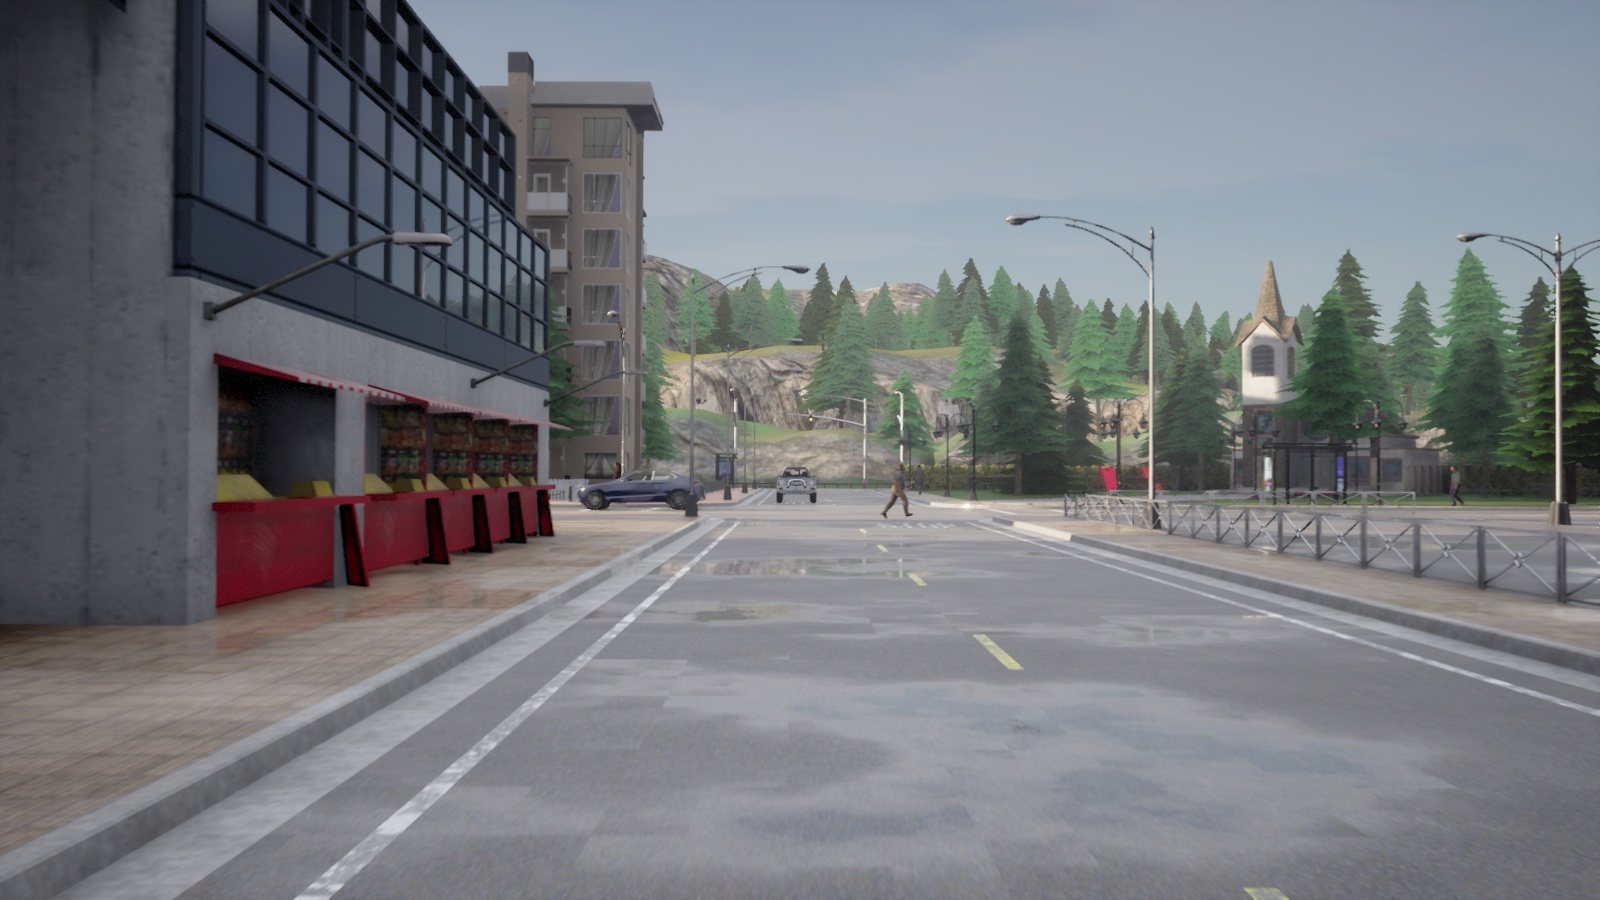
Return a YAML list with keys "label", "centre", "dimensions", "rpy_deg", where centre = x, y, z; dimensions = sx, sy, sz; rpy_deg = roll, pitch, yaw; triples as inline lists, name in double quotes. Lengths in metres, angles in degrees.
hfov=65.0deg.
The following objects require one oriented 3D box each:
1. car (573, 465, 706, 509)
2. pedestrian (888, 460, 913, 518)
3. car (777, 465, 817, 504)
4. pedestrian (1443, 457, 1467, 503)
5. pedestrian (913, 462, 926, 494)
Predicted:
- label: "car"
  centre: [-6.339, 1.465, 50.087]
  dimensions: [5.027, 1.651, 2.152]
  rpy_deg: [0, -1, -1]
- label: "pedestrian"
  centre: [3.259, 1.253, 40.636]
  dimensions: [0.694, 1.848, 0.540]
  rpy_deg: [0, -1, -10]
- label: "car"
  centre: [-0.160, 1.671, 62.084]
  dimensions: [1.932, 1.855, 4.605]
  rpy_deg: [0, -1, 0]
- label: "pedestrian"
  centre: [28.173, 1.277, 54.026]
  dimensions: [0.788, 1.949, 0.423]
  rpy_deg: [0, -1, -3]
- label: "pedestrian"
  centre: [7.323, 1.733, 76.892]
  dimensions: [0.659, 1.952, 0.873]
  rpy_deg: [0, -1, -2]
